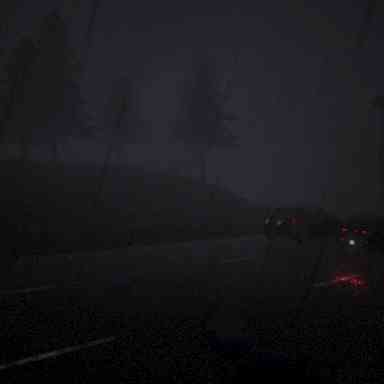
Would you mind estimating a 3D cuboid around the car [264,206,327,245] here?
[{"bbox_3d":[5.753,1.483,16.610,4.553,1.767,2.097,1,-1,-36],"label":"car"}]

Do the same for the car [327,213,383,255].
[{"bbox_3d":[7.977,1.643,13.897,4.892,1.490,1.837,0,0,-36],"label":"car"}]
